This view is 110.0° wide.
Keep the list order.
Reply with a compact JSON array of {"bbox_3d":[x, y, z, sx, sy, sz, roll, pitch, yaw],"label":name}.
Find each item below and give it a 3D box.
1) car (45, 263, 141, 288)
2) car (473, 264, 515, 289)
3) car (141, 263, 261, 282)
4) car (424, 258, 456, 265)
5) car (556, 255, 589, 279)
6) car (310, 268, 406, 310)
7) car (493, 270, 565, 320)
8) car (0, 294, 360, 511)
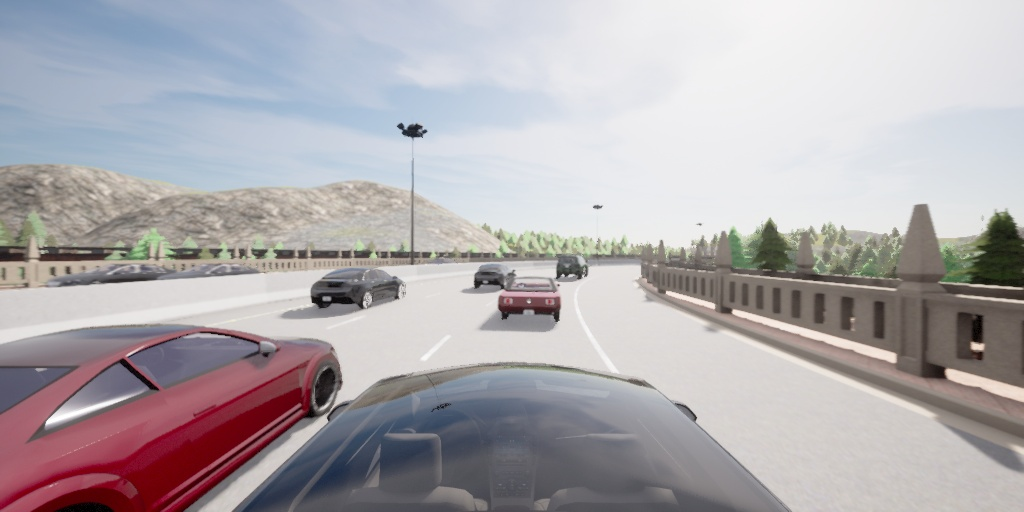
[{"bbox_3d":[-19.786,1.138,18.102,2.128,1.511,4.902,0,0,9],"label":"car"},{"bbox_3d":[-0.976,1.219,22.549,1.837,1.490,4.892,0,0,12],"label":"car"},{"bbox_3d":[-16.068,1.151,19.288,2.128,1.511,4.902,0,0,10],"label":"car"},{"bbox_3d":[-7.563,1.015,37.594,2.097,1.767,4.553,0,0,20],"label":"car"},{"bbox_3d":[5.431,0.946,31.970,2.150,2.045,5.566,0,0,20],"label":"car"},{"bbox_3d":[-5.996,1.212,14.579,1.837,1.490,4.892,0,0,7],"label":"car"},{"bbox_3d":[0.751,1.338,12.567,1.895,1.301,4.718,0,0,7],"label":"car"},{"bbox_3d":[-3.314,1.299,3.236,1.994,1.385,4.181,0,0,0],"label":"car"}]
